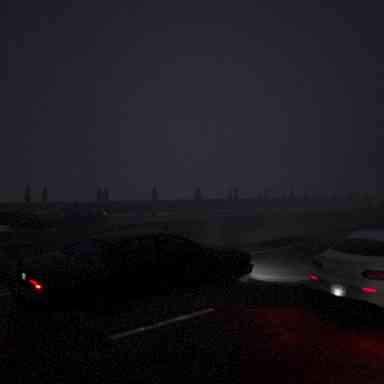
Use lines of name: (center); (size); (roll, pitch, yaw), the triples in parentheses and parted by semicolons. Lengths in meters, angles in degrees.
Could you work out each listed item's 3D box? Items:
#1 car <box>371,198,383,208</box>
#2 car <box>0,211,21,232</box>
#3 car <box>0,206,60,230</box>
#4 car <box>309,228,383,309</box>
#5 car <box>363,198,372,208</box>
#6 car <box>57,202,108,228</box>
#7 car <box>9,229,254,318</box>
car: (24.682, 1.602, 41.532); (4.674, 1.442, 1.812); (0, 0, -38)
car: (-8.479, 1.562, 10.947); (4.674, 1.442, 1.812); (0, 0, -36)
car: (-8.860, 1.552, 14.990); (4.892, 1.490, 1.837); (0, 0, -37)
car: (4.426, 1.540, 7.345); (4.674, 1.442, 1.812); (0, 0, -38)
car: (26.164, 1.566, 47.170); (5.008, 1.535, 1.882); (0, 0, -38)
car: (-7.617, 1.411, 20.334); (4.553, 1.767, 2.097); (0, 0, -38)
car: (-1.023, 1.568, 7.501); (5.357, 1.411, 2.033); (0, 0, -37)
